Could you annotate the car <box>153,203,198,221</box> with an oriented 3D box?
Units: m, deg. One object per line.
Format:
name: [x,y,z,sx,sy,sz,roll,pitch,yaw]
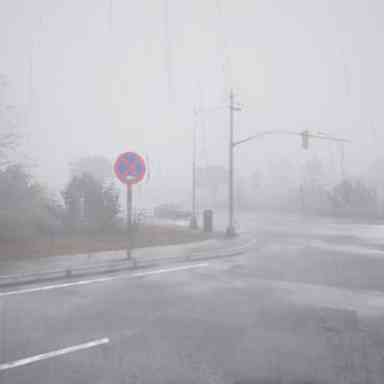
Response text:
car: [-1.608,1.724,29.823,2.033,1.411,5.357,1,0,-32]
